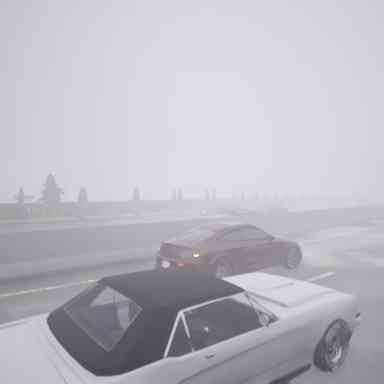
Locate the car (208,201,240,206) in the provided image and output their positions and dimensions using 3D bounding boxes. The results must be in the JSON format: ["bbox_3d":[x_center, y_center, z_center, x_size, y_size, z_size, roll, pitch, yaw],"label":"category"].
[{"bbox_3d":[2.711,1.588,30.136,2.128,1.511,4.902,0,0,45],"label":"car"}]

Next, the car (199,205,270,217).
[{"bbox_3d":[2.408,1.664,20.016,4.718,1.301,1.895,0,0,-44],"label":"car"}]

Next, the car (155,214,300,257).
[{"bbox_3d":[1.171,1.556,9.357,4.674,1.442,1.812,0,0,-39],"label":"car"}]

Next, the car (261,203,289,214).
[{"bbox_3d":[6.799,1.648,29.281,1.994,1.385,4.181,0,0,45],"label":"car"}]

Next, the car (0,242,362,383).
[{"bbox_3d":[0.036,1.616,3.956,4.718,1.301,1.895,0,0,-37],"label":"car"}]

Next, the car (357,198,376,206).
[{"bbox_3d":[30.397,1.688,57.823,4.181,1.385,1.994,0,0,-45],"label":"car"}]
